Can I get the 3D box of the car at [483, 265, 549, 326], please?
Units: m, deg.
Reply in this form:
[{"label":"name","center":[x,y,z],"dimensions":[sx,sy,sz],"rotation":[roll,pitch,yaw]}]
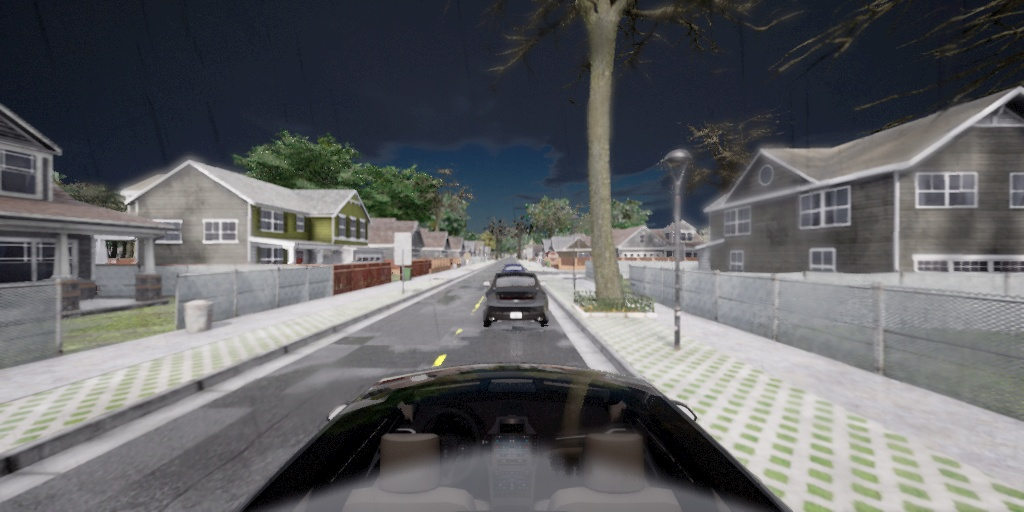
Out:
[{"label":"car","center":[0.105,1.242,11.581],"dimensions":[1.837,1.490,4.892],"rotation":[0,1,0]}]
